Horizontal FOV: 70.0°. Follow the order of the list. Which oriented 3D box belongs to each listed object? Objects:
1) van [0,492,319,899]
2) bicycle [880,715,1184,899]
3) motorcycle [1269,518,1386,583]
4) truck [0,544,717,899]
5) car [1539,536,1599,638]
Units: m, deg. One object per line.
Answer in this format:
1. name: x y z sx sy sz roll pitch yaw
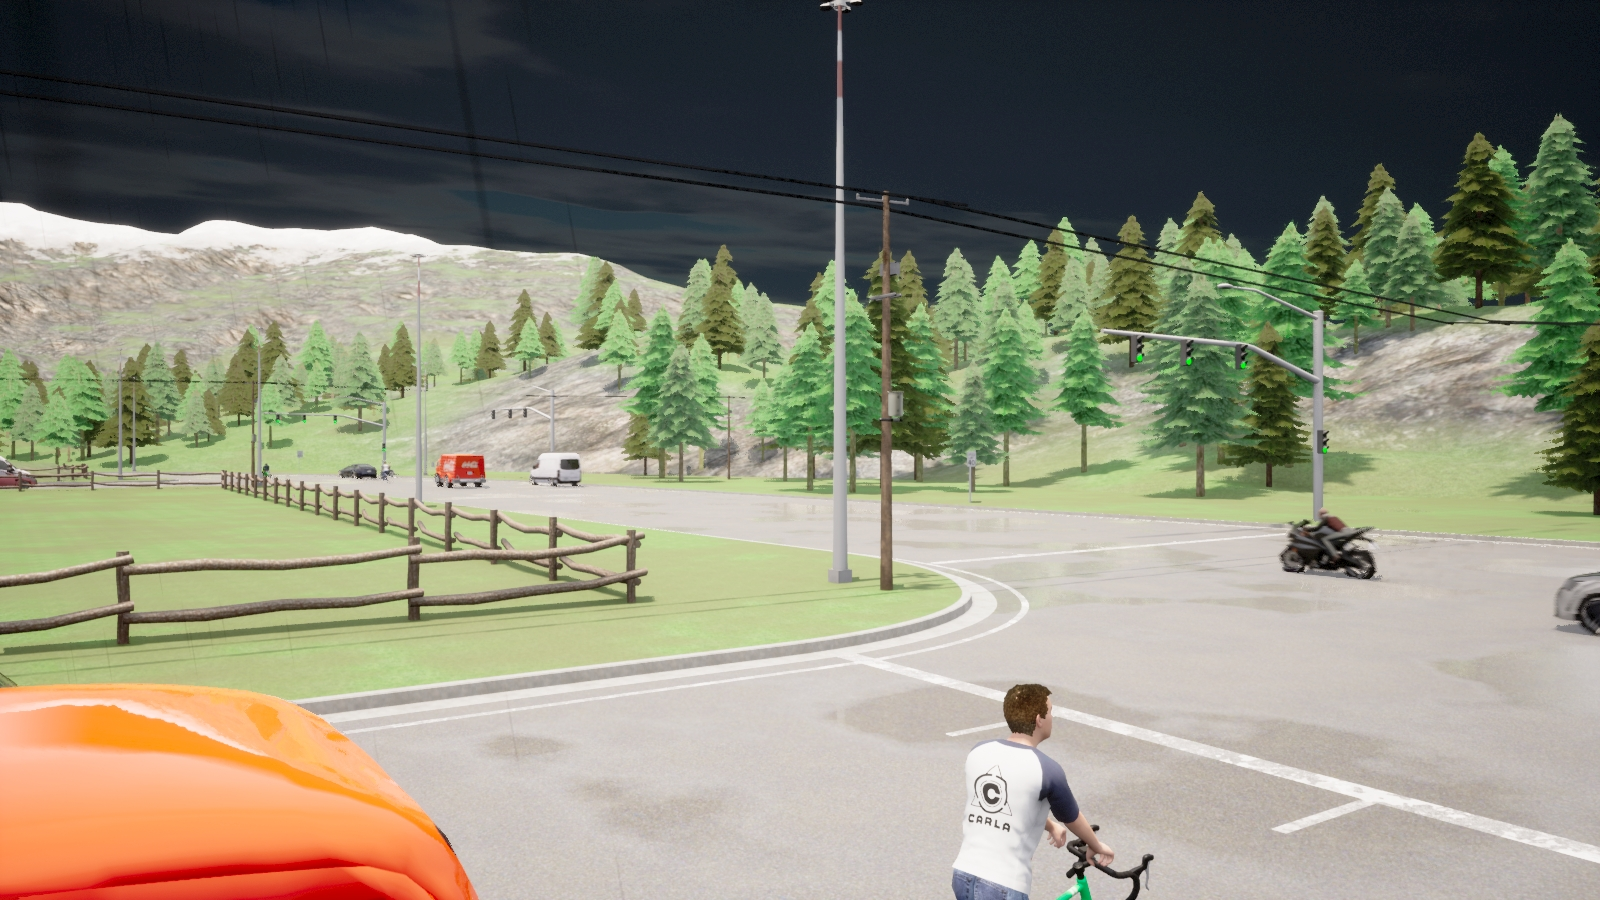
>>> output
1. van: -5.215 1.535 4.399 5.915 2.561 1.988 0 0 -35
2. bicycle: 1.060 2.053 4.957 1.643 1.496 0.373 0 0 -41
3. motorcycle: 11.634 2.189 25.267 0.867 1.251 2.209 0 0 -35
4. truck: -3.053 1.559 1.727 5.204 2.467 2.627 1 0 -34
5. car: 13.436 2.105 16.503 1.994 1.385 4.181 0 0 -35
